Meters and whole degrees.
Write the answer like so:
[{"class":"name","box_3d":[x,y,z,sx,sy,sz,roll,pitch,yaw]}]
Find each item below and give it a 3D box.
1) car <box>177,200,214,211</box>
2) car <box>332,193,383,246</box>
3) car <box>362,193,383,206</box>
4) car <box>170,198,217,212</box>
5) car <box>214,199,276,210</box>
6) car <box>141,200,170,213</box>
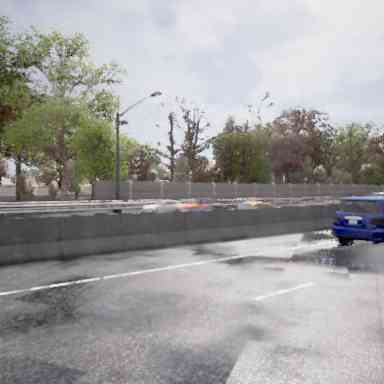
[{"class":"car","box_3d":[1.508,1.577,26.564,4.718,1.301,1.895,0,0,-35]},{"class":"car","box_3d":[8.136,1.200,13.850,5.566,2.045,2.150,0,0,-35]},{"class":"car","box_3d":[31.414,1.176,56.393,5.566,2.045,2.150,0,0,-35]},{"class":"car","box_3d":[0.678,1.328,30.270,4.553,1.767,2.097,0,0,-35]},{"class":"car","box_3d":[4.322,1.453,24.272,5.008,1.535,1.882,0,0,-35]},{"class":"car","box_3d":[-2.583,1.502,31.663,4.674,1.442,1.812,0,0,-38]}]
